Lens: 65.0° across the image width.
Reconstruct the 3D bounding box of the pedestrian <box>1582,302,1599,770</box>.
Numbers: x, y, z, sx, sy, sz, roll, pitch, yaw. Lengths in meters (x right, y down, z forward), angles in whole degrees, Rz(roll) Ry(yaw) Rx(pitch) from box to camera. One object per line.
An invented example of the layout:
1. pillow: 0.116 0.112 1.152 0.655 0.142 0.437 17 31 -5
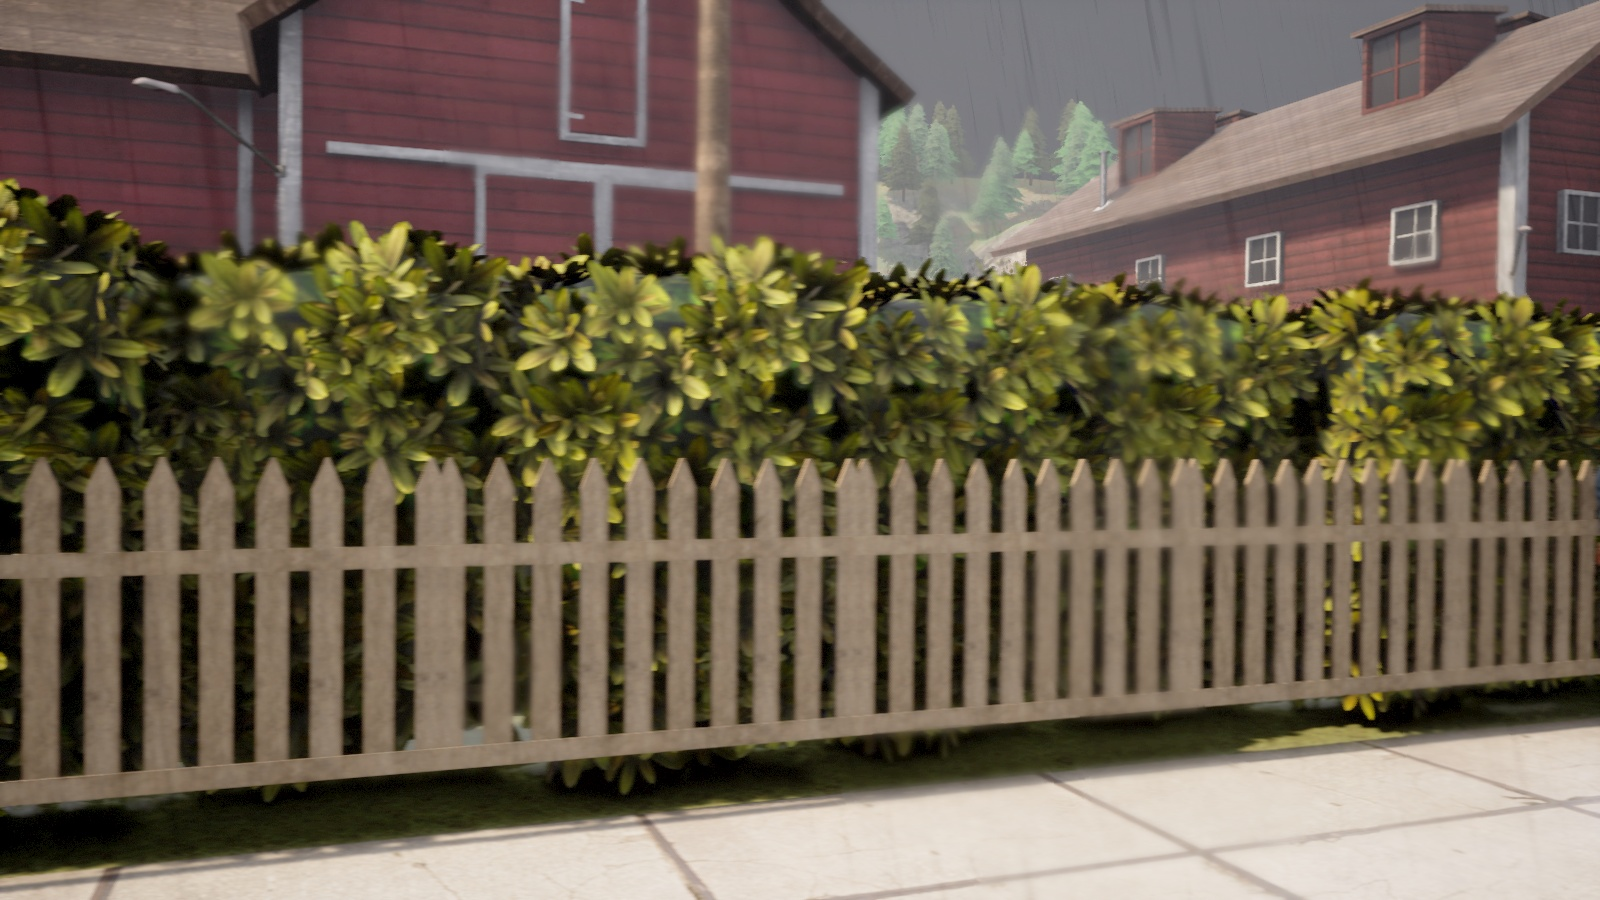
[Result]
1. pedestrian: 3.506 0.334 4.979 0.726 1.835 0.370 -1 1 -27
